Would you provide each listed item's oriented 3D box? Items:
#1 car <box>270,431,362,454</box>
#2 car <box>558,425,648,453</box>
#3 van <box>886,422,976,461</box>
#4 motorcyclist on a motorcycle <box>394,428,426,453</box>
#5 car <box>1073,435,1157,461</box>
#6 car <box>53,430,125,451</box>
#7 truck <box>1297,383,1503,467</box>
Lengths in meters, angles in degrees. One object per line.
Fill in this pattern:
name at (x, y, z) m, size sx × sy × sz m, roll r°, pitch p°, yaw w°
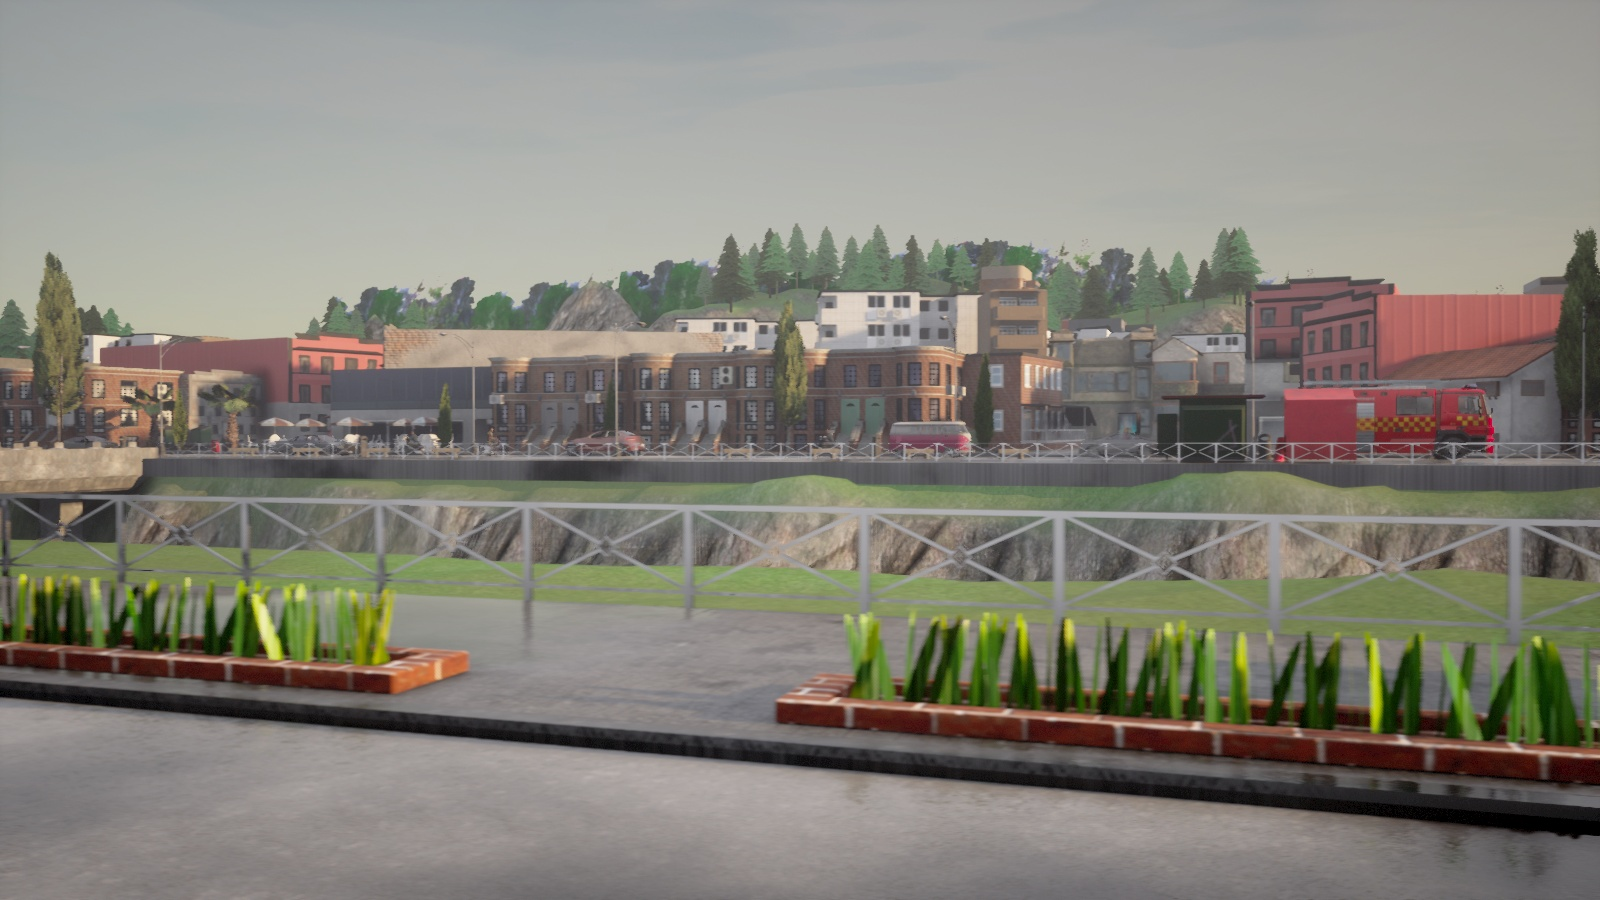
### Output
car at (-30.456, -0.506, 79.047) m, size 5.357 × 1.411 × 2.033 m, roll 1°, pitch 1°, yaw 19°
car at (-12.109, -0.675, 77.095) m, size 5.027 × 1.651 × 2.152 m, roll 1°, pitch 1°, yaw 19°
van at (6.923, -0.459, 66.479) m, size 4.442 × 1.987 × 1.775 m, roll 1°, pitch 1°, yaw 19°
motorcyclist on a motorcycle at (-25.307, -0.621, 81.534) m, size 1.817 × 1.590 × 0.866 m, roll 1°, pitch 1°, yaw 19°
car at (16.899, -0.125, 67.351) m, size 4.181 × 1.385 × 1.994 m, roll 1°, pitch 1°, yaw 19°
car at (-48.096, -0.651, 84.976) m, size 4.181 × 1.385 × 1.994 m, roll 1°, pitch 1°, yaw 19°
truck at (28.127, -1.183, 59.339) m, size 8.468 × 3.827 × 2.891 m, roll 1°, pitch 1°, yaw 19°
